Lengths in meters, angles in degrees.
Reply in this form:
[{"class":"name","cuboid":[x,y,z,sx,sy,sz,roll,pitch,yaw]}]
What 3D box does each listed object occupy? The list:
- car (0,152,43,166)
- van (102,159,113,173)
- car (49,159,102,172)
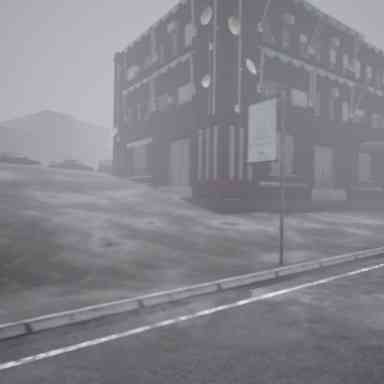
[{"class":"car","cuboid":[-15.485,-2.707,29.083,2.002,1.452,4.674,0,-2,41]},{"class":"van","cuboid":[-8.338,-2.546,37.728,1.878,1.987,4.442,0,-2,39]},{"class":"car","cuboid":[-11.924,-2.507,33.326,2.002,1.452,4.674,0,-2,40]}]
